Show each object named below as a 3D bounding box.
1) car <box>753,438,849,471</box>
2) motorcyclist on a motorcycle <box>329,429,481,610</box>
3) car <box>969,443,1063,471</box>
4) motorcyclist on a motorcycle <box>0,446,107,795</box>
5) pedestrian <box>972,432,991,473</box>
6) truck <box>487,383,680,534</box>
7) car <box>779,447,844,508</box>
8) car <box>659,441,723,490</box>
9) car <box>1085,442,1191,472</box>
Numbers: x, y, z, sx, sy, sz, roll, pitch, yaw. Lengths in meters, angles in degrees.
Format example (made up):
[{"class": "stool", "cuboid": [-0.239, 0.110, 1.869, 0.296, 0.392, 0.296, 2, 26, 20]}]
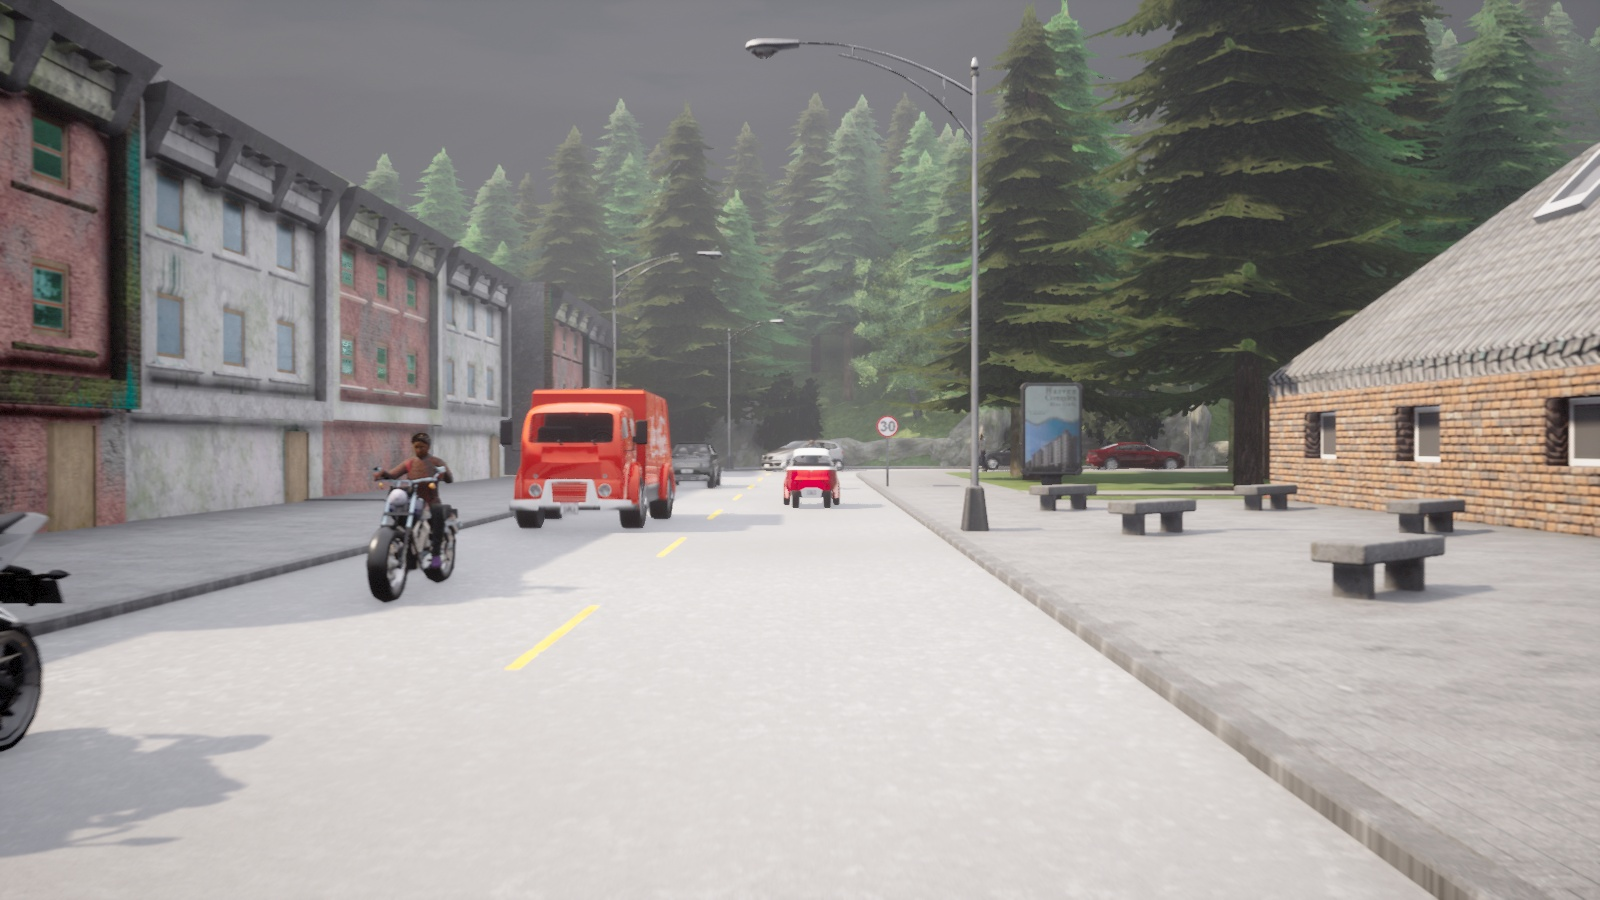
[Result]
[{"class": "car", "cuboid": [0.059, 0.222, 65.752, 4.611, 1.667, 2.242, 0, 0, -37]}, {"class": "motorcyclist on a motorcycle", "cuboid": [-3.888, 0.623, 12.597, 0.766, 1.649, 2.350, 0, 0, 0]}, {"class": "car", "cuboid": [11.859, 0.370, 69.223, 4.892, 1.490, 1.837, 0, 0, 0]}, {"class": "motorcyclist on a motorcycle", "cuboid": [-3.939, 0.749, 5.245, 0.866, 1.530, 2.191, 0, 0, 0]}, {"class": "pedestrian", "cuboid": [8.661, 0.125, 59.965, 0.788, 1.949, 0.423, 0, 0, -4]}, {"class": "truck", "cuboid": [-3.796, 0.126, 23.174, 2.627, 2.467, 5.204, 0, 0, 1]}, {"class": "car", "cuboid": [0.264, 0.633, 29.812, 1.481, 1.376, 2.207, 0, 1, 1]}, {"class": "car", "cuboid": [-3.624, 0.485, 42.154, 1.789, 1.549, 3.705, 0, 0, 1]}, {"class": "car", "cuboid": [17.509, 0.370, 65.226, 5.008, 1.535, 1.882, 0, 0, 0]}]
